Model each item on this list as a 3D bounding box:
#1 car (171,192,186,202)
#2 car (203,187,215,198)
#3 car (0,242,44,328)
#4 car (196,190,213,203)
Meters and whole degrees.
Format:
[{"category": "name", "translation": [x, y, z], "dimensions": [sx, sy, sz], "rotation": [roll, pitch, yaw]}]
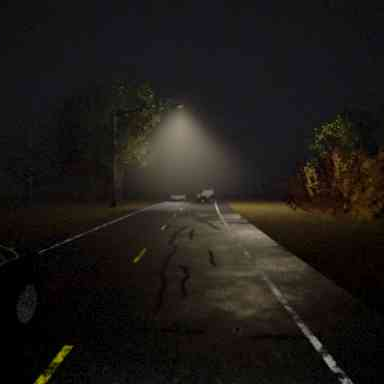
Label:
[{"category": "car", "translation": [-1.955, 0.720, 48.386], "dimensions": [1.895, 1.301, 4.718], "rotation": [0, 1, 4]}, {"category": "car", "translation": [3.249, 0.014, 65.394], "dimensions": [2.150, 2.045, 5.566], "rotation": [0, 1, 6]}, {"category": "car", "translation": [-3.565, 1.420, 3.973], "dimensions": [2.128, 1.511, 4.902], "rotation": [0, 1, 0]}, {"category": "car", "translation": [1.558, 0.779, 45.129], "dimensions": [1.895, 1.301, 4.718], "rotation": [0, 1, 4]}]
